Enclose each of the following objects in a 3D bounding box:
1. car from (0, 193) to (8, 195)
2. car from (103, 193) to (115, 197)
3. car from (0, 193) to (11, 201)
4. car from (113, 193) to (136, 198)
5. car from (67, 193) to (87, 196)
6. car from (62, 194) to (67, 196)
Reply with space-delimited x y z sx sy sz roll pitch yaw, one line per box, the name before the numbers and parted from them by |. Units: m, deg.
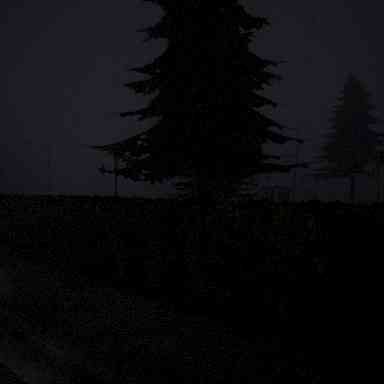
car | -23.730 1.330 41.297 5.027 1.636 2.152 0 0 -45
car | -15.887 1.097 70.708 4.605 1.855 1.932 0 0 -45
car | -41.785 1.097 71.648 4.605 1.855 1.932 0 0 -45
car | -10.326 1.384 54.287 3.806 1.475 1.970 0 0 -45
car | -27.195 1.154 81.607 5.027 1.636 2.152 0 0 -45
car | -31.928 1.232 85.953 3.806 1.475 1.970 0 0 -45
